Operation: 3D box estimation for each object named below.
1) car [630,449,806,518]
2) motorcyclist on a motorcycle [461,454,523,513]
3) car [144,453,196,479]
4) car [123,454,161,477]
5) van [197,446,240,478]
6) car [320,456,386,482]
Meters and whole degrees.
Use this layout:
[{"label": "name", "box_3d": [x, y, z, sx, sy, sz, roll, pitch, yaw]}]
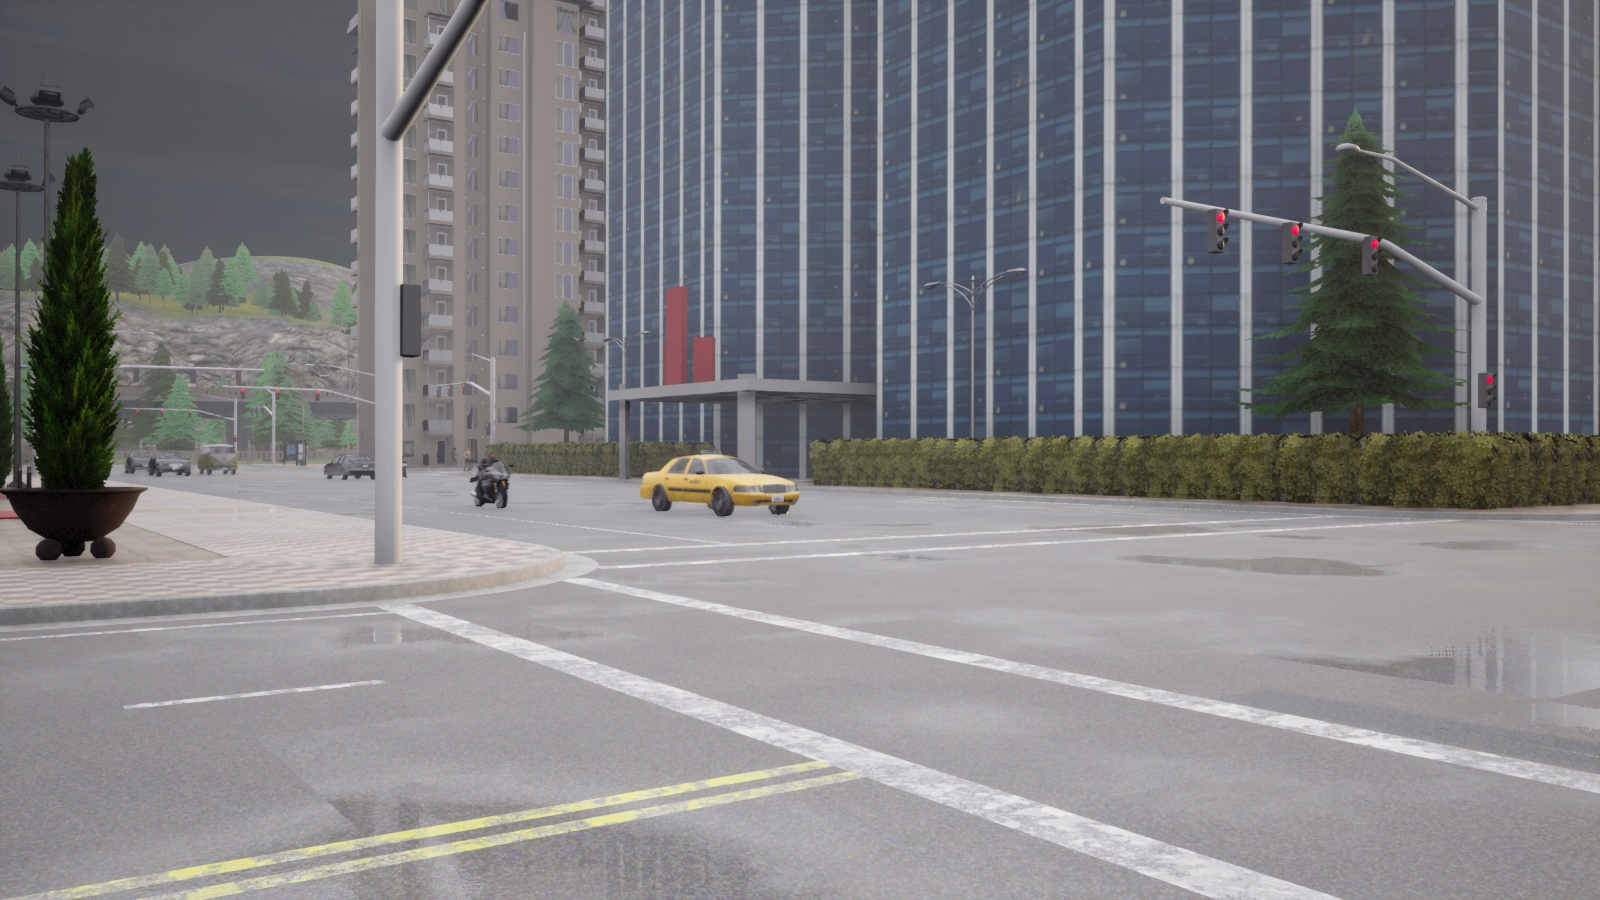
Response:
[{"label": "car", "box_3d": [-2.135, 0.764, 31.043, 1.801, 1.575, 5.366, 0, 0, -35]}, {"label": "motorcyclist on a motorcycle", "box_3d": [-8.279, 0.880, 33.682, 0.866, 1.530, 2.191, 0, 0, -35]}, {"label": "car", "box_3d": [-38.164, 0.968, 76.038, 2.128, 1.511, 4.902, 0, 0, -35]}, {"label": "car", "box_3d": [-44.689, 1.027, 85.285, 1.789, 1.549, 3.705, 0, 0, -35]}, {"label": "van", "box_3d": [-37.829, 0.777, 81.633, 1.775, 1.987, 4.442, 0, 0, -35]}, {"label": "car", "box_3d": [-24.587, 1.013, 68.936, 2.033, 1.411, 5.357, 0, 0, -35]}]
